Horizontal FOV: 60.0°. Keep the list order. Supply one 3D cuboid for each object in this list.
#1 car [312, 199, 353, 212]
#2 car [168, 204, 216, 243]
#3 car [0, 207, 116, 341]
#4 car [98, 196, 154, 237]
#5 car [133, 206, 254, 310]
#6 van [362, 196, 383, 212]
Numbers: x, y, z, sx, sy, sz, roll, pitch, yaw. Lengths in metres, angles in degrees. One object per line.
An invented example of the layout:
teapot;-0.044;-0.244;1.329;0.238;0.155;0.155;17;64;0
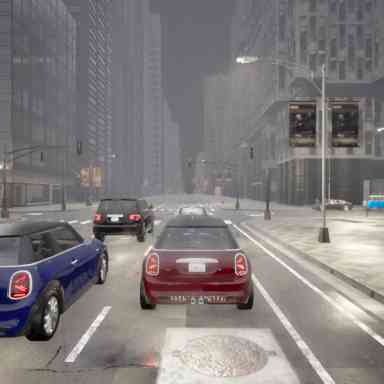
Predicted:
car;15.805;1.513;37.579;4.403;1.369;2.008;0;0;0
car;0.057;1.491;17.166;2.128;1.511;4.902;0;0;2
car;-3.163;1.352;6.660;2.097;1.767;4.553;0;0;0
car;-3.181;1.222;16.372;2.150;2.045;5.566;0;0;0
car;0.085;1.352;7.979;2.097;1.767;4.553;0;0;0
van;21.423;1.292;37.565;3.998;1.788;1.690;0;0;0
